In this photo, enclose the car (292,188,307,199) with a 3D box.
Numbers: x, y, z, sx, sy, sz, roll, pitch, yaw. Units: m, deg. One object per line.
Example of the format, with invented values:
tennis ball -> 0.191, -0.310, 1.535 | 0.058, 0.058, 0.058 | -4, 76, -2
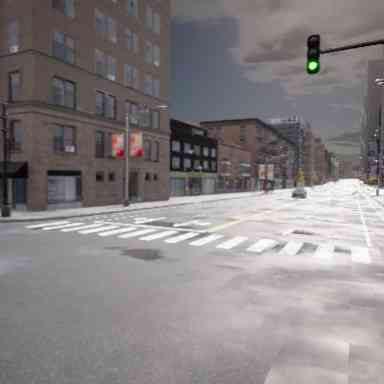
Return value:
car -> 16.769, 0.194, 51.803 | 1.837, 1.490, 4.892 | 2, 2, 26
